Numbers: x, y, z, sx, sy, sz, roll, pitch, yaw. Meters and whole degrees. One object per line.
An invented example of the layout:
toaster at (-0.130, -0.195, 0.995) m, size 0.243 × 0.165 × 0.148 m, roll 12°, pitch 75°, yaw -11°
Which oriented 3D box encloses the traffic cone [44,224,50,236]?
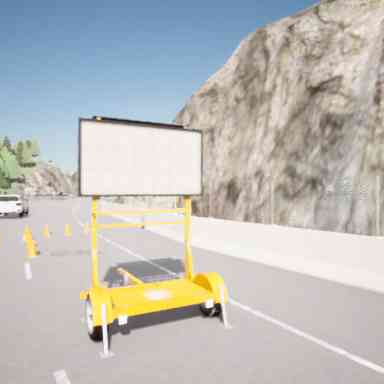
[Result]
traffic cone at (-7.611, 1.986, 17.478) m, size 0.340 × 0.580 × 0.340 m, roll 0°, pitch 0°, yaw -29°

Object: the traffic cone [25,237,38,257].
traffic cone at (-5.618, 1.976, 11.730) m, size 0.340 × 0.580 × 0.340 m, roll 0°, pitch 0°, yaw -29°

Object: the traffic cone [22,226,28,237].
traffic cone at (-7.532, 1.982, 15.243) m, size 0.340 × 0.580 × 0.340 m, roll 0°, pitch 0°, yaw -29°

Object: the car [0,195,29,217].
car at (-16.998, 1.276, 31.615) m, size 2.150 × 2.045 × 5.566 m, roll -1°, pitch 0°, yaw -20°

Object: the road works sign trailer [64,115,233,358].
road works sign trailer at (-0.963, 0.476, 6.298) m, size 2.380 × 3.560 × 2.880 m, roll 0°, pitch 0°, yaw -29°

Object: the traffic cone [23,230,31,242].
traffic cone at (-6.575, 1.979, 13.487) m, size 0.340 × 0.580 × 0.340 m, roll 0°, pitch 0°, yaw -29°
